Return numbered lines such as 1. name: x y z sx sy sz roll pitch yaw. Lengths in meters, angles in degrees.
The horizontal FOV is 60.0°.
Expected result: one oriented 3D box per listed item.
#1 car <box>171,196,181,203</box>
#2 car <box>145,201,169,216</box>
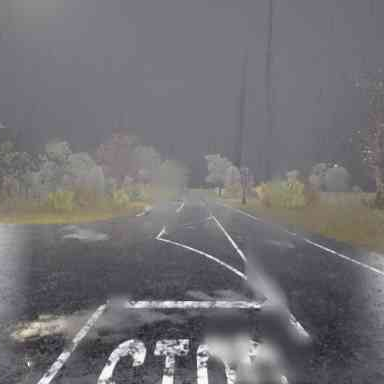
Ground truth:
1. car: -3.274 1.483 68.069 1.994 1.385 4.181 0 0 0
2. car: -3.345 1.585 32.075 1.895 1.301 4.718 0 0 0
